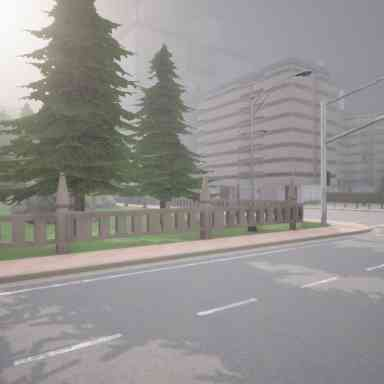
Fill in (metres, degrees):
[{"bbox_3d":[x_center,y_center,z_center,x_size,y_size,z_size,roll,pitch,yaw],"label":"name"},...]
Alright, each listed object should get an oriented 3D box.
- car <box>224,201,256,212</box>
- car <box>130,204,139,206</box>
[{"bbox_3d":[4.963,1.600,36.388,1.895,1.301,4.718,0,0,-35],"label":"car"},{"bbox_3d":[-9.050,1.601,56.275,1.895,1.301,4.718,0,0,-35],"label":"car"}]
